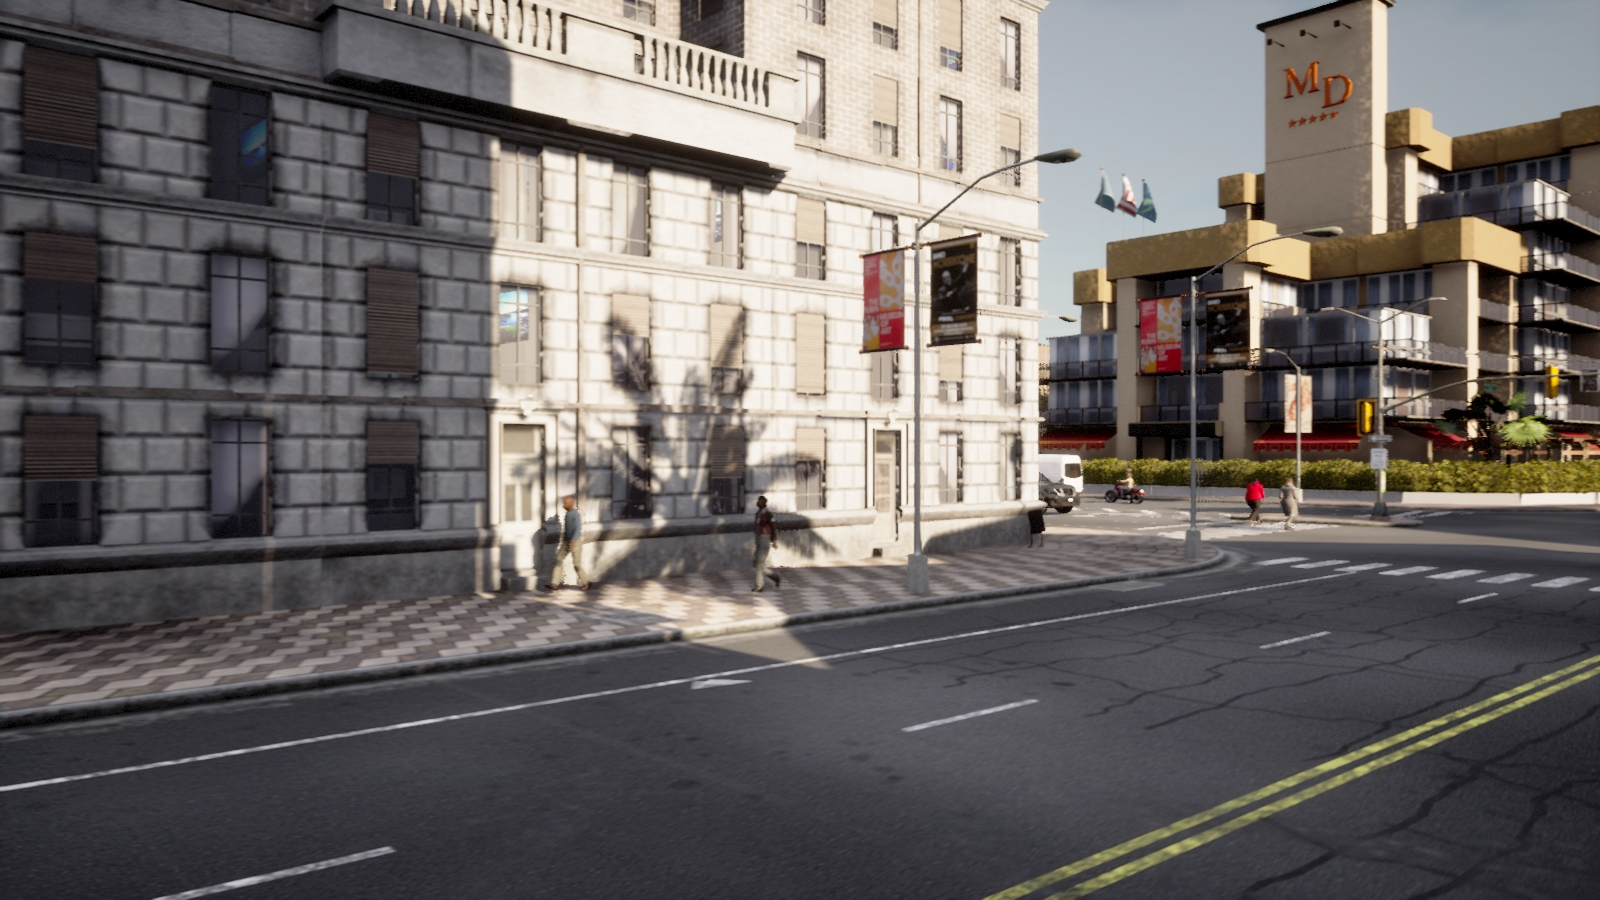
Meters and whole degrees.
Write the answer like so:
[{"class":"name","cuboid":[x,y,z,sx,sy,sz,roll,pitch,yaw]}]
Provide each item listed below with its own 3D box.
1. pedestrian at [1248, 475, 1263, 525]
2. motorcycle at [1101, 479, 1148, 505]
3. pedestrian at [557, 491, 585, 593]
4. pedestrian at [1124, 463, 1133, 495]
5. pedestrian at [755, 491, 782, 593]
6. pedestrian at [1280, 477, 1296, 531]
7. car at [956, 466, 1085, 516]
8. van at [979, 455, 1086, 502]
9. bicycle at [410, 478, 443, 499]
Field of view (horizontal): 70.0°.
[{"class":"pedestrian","cuboid":[17.179,1.865,43.090,0.375,1.860,0.375,0,0,-42]},{"class":"motorcycle","cuboid":[17.024,2.195,59.977,0.764,1.277,2.356,0,0,-40]},{"class":"pedestrian","cuboid":[-4.268,1.709,21.283,0.375,1.860,0.375,0,0,-45]},{"class":"pedestrian","cuboid":[19.596,1.725,68.142,0.375,1.860,0.375,0,0,45]},{"class":"pedestrian","cuboid":[-0.590,1.708,21.395,0.375,1.860,0.375,0,0,-35]},{"class":"pedestrian","cuboid":[16.989,1.864,39.760,0.375,1.860,0.375,0,0,-42]},{"class":"car","cuboid":[9.831,1.803,51.438,2.150,2.045,5.566,0,0,-41]},{"class":"van","cuboid":[13.082,1.563,64.717,1.988,2.561,5.915,0,0,-41]},{"class":"bicycle","cuboid":[-21.682,2.253,66.426,1.835,1.171,0.329,0,0,-40]}]
